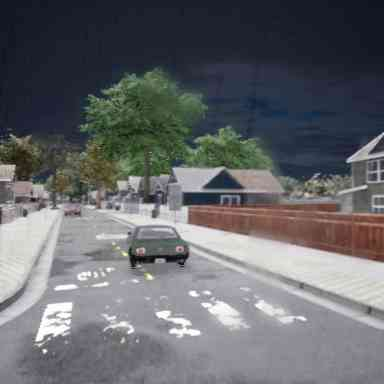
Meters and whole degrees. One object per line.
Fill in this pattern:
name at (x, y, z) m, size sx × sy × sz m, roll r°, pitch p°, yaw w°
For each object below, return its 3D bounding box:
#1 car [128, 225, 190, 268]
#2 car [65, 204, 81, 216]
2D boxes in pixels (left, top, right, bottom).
car at (-1.419, 1.873, 12.375) m, size 1.895 × 1.301 × 4.718 m, roll 0°, pitch -1°, yaw -12°
car at (-16.623, 2.419, 46.468) m, size 2.097 × 1.767 × 4.553 m, roll 0°, pitch -1°, yaw -21°
